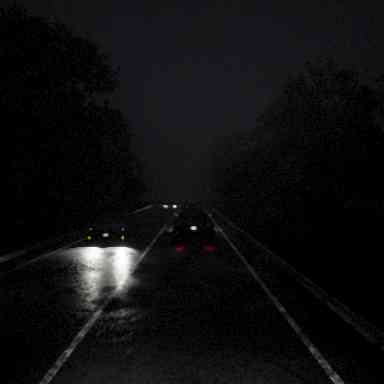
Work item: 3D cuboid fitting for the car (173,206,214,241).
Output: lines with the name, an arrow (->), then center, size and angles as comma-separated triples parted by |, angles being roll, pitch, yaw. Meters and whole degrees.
car -> 0.070, 1.614, 17.071 | 1.994, 1.385, 4.181 | 0, 0, 0

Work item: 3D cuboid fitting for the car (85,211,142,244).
car -> -3.628, 1.612, 16.001 | 1.994, 1.385, 4.181 | 0, 0, 0

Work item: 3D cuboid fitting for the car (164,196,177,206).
car -> -3.661, 1.508, 56.628 | 1.837, 1.490, 4.892 | 0, 0, 0

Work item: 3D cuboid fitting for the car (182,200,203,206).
car -> 0.044, 1.535, 33.239 | 2.128, 1.511, 4.902 | 0, 0, 0
